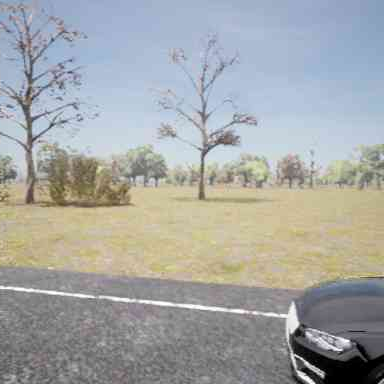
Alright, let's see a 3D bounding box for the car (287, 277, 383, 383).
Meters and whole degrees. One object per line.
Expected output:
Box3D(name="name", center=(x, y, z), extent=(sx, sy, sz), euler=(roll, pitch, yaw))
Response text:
Box3D(name="car", center=(3.520, 1.440, 3.355), extent=(4.902, 1.511, 2.128), euler=(1, 2, 14))
